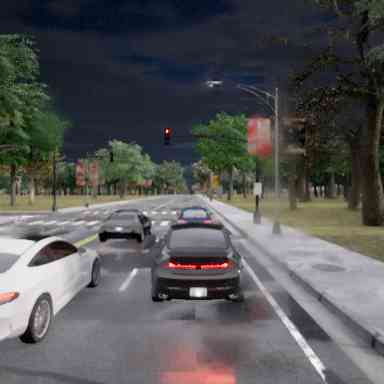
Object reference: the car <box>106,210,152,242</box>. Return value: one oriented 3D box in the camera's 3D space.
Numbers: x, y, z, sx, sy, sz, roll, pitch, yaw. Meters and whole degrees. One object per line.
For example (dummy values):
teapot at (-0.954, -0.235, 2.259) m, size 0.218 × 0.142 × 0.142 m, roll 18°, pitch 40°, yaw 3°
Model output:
car at (-3.118, 1.546, 16.209) m, size 1.994 × 1.385 × 4.181 m, roll 0°, pitch 0°, yaw 0°

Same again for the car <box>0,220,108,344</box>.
car at (-3.138, 1.518, 6.266) m, size 1.812 × 1.442 × 4.674 m, roll 0°, pitch 0°, yaw 0°

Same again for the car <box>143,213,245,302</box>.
car at (0.117, 1.495, 8.211) m, size 1.837 × 1.490 × 4.892 m, roll 0°, pitch 0°, yaw 0°

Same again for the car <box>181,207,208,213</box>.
car at (0.134, 1.507, 17.283) m, size 1.812 × 1.442 × 4.674 m, roll 0°, pitch 0°, yaw 0°
